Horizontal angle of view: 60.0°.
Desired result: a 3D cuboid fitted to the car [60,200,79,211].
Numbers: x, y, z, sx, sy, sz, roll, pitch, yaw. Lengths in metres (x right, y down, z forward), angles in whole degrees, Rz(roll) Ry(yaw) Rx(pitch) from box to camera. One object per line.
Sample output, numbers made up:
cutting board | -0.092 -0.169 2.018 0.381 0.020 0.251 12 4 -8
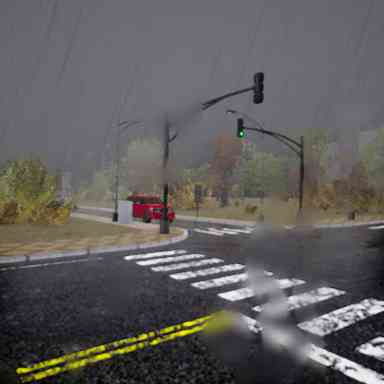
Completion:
car | -16.638 1.769 44.379 2.033 1.411 5.357 2 -2 -34

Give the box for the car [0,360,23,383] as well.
car | -3.203 1.503 1.152 4.892 1.490 1.837 0 0 -36

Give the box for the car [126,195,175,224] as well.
car | -3.461 1.306 25.861 2.150 2.045 5.566 2 -1 -35
